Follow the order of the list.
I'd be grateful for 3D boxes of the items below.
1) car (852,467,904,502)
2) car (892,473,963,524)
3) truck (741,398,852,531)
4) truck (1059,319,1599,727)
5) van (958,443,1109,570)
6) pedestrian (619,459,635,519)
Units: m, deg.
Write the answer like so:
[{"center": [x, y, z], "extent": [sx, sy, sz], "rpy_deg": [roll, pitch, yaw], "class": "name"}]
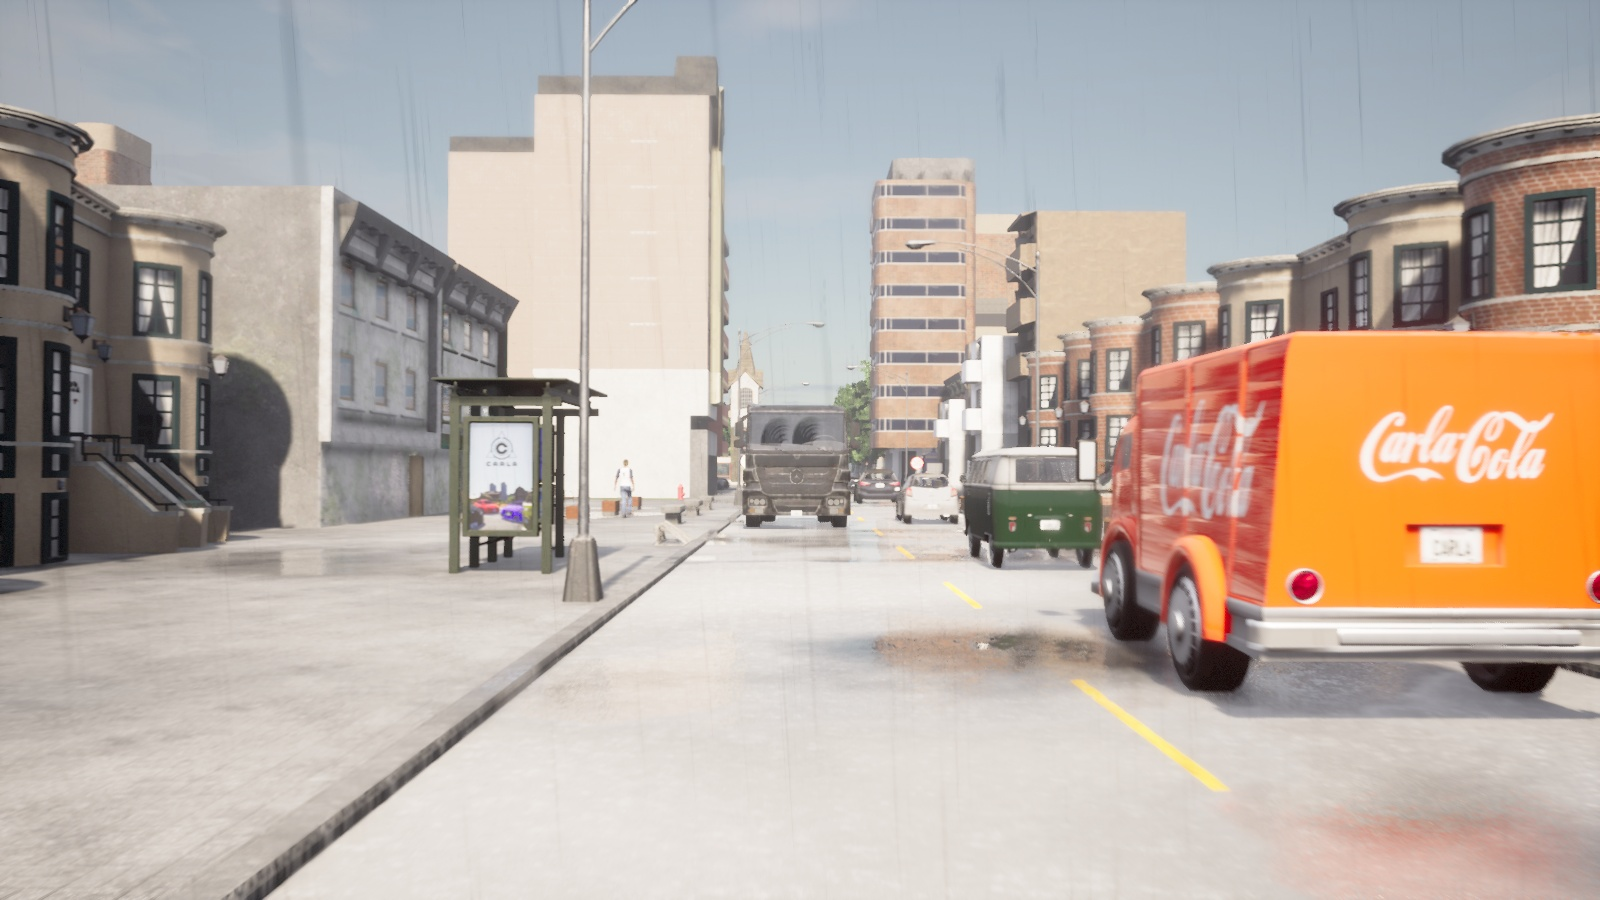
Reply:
[{"center": [3.822, 1.684, 62.161], "extent": [2.242, 1.667, 4.611], "rpy_deg": [0, -1, 0], "class": "car"}, {"center": [3.909, 1.466, 39.017], "extent": [1.845, 1.501, 3.633], "rpy_deg": [0, -1, 0], "class": "car"}, {"center": [-0.090, 0.450, 36.827], "extent": [2.891, 3.462, 7.936], "rpy_deg": [0, -1, 0], "class": "truck"}, {"center": [3.975, 0.484, 10.241], "extent": [2.627, 2.467, 5.204], "rpy_deg": [0, -1, 0], "class": "truck"}, {"center": [3.948, 0.919, 21.953], "extent": [1.775, 1.987, 4.442], "rpy_deg": [0, -1, 0], "class": "van"}, {"center": [-5.359, 1.196, 38.835], "extent": [0.354, 1.836, 0.706], "rpy_deg": [0, -1, 4], "class": "pedestrian"}]
